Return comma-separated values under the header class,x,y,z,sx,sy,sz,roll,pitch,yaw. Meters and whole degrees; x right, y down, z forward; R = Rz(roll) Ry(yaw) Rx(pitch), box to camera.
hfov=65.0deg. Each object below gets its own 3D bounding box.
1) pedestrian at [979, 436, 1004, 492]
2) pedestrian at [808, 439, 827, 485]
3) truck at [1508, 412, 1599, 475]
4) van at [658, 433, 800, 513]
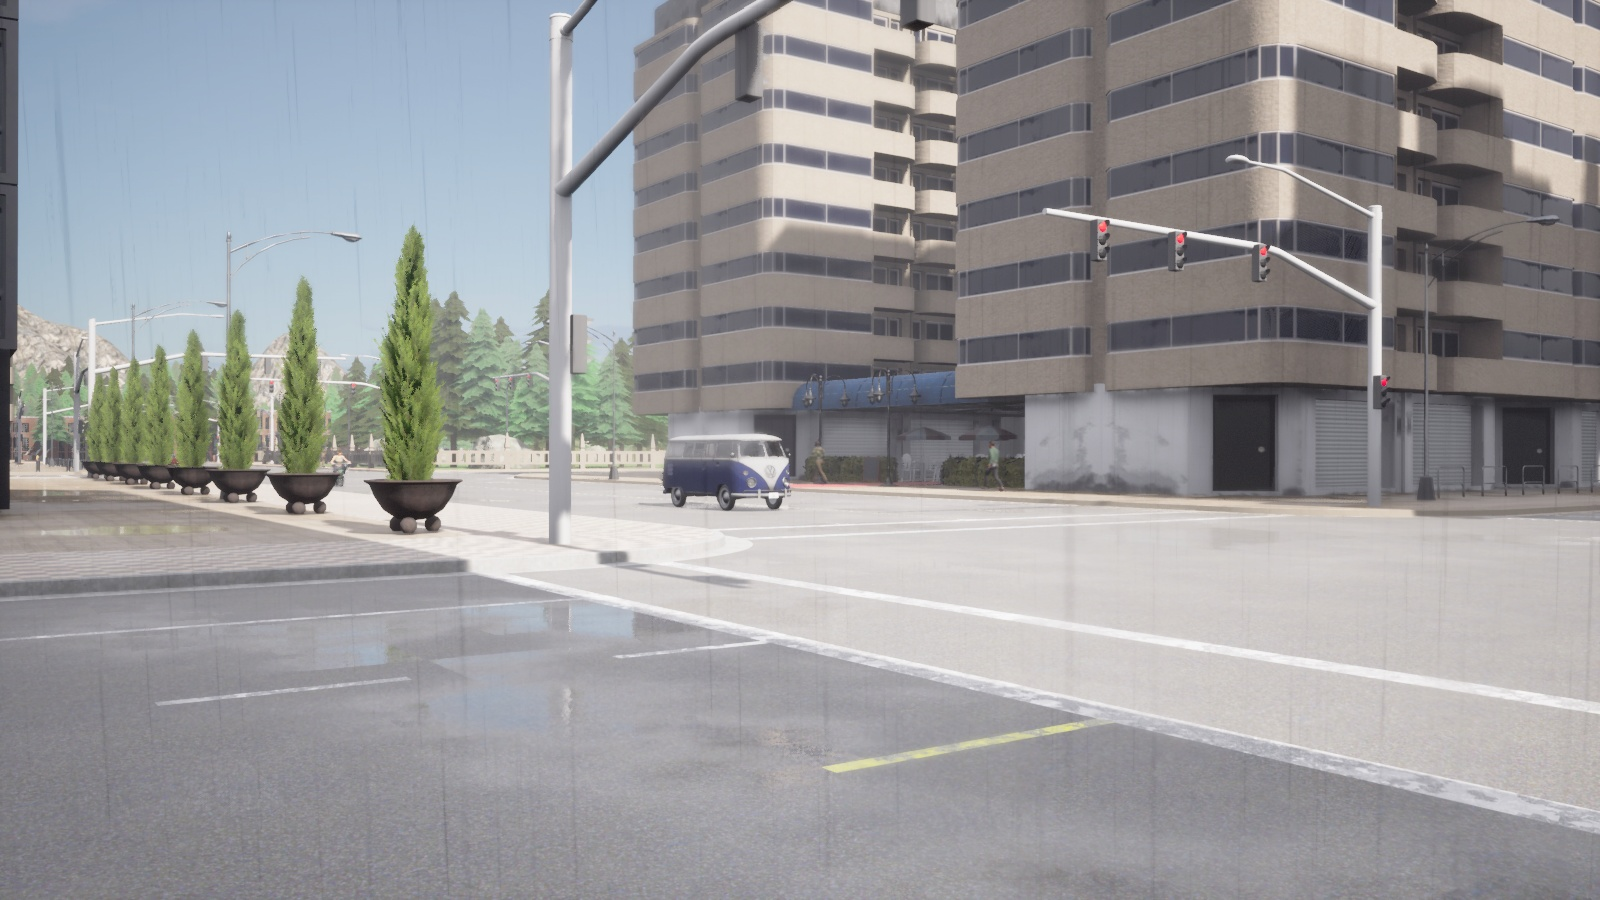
class,x,y,z,sx,sy,sz,roll,pitch,yaw
pedestrian,6.724,0.496,44.168,0.423,1.949,0.788,0,0,-37
pedestrian,0.730,0.494,52.693,0.692,1.930,0.395,0,0,45
truck,48.908,-0.391,77.647,2.891,3.827,8.468,0,0,-34
van,-1.986,0.584,33.753,1.775,1.987,4.442,0,0,-35
